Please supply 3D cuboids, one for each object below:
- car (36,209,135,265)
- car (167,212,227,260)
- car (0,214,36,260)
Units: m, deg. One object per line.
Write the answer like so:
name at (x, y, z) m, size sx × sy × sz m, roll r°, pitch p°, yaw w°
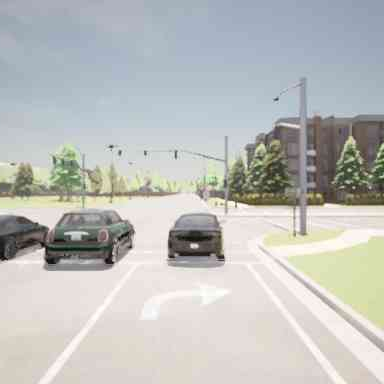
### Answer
car at (-3.422, 1.377, 11.987) m, size 2.097 × 1.767 × 4.553 m, roll 0°, pitch 0°, yaw 0°
car at (0.282, 1.505, 12.649) m, size 1.882 × 1.535 × 5.008 m, roll 0°, pitch 0°, yaw 5°
car at (-6.916, 1.551, 12.345) m, size 1.812 × 1.442 × 4.674 m, roll 0°, pitch 0°, yaw 0°
